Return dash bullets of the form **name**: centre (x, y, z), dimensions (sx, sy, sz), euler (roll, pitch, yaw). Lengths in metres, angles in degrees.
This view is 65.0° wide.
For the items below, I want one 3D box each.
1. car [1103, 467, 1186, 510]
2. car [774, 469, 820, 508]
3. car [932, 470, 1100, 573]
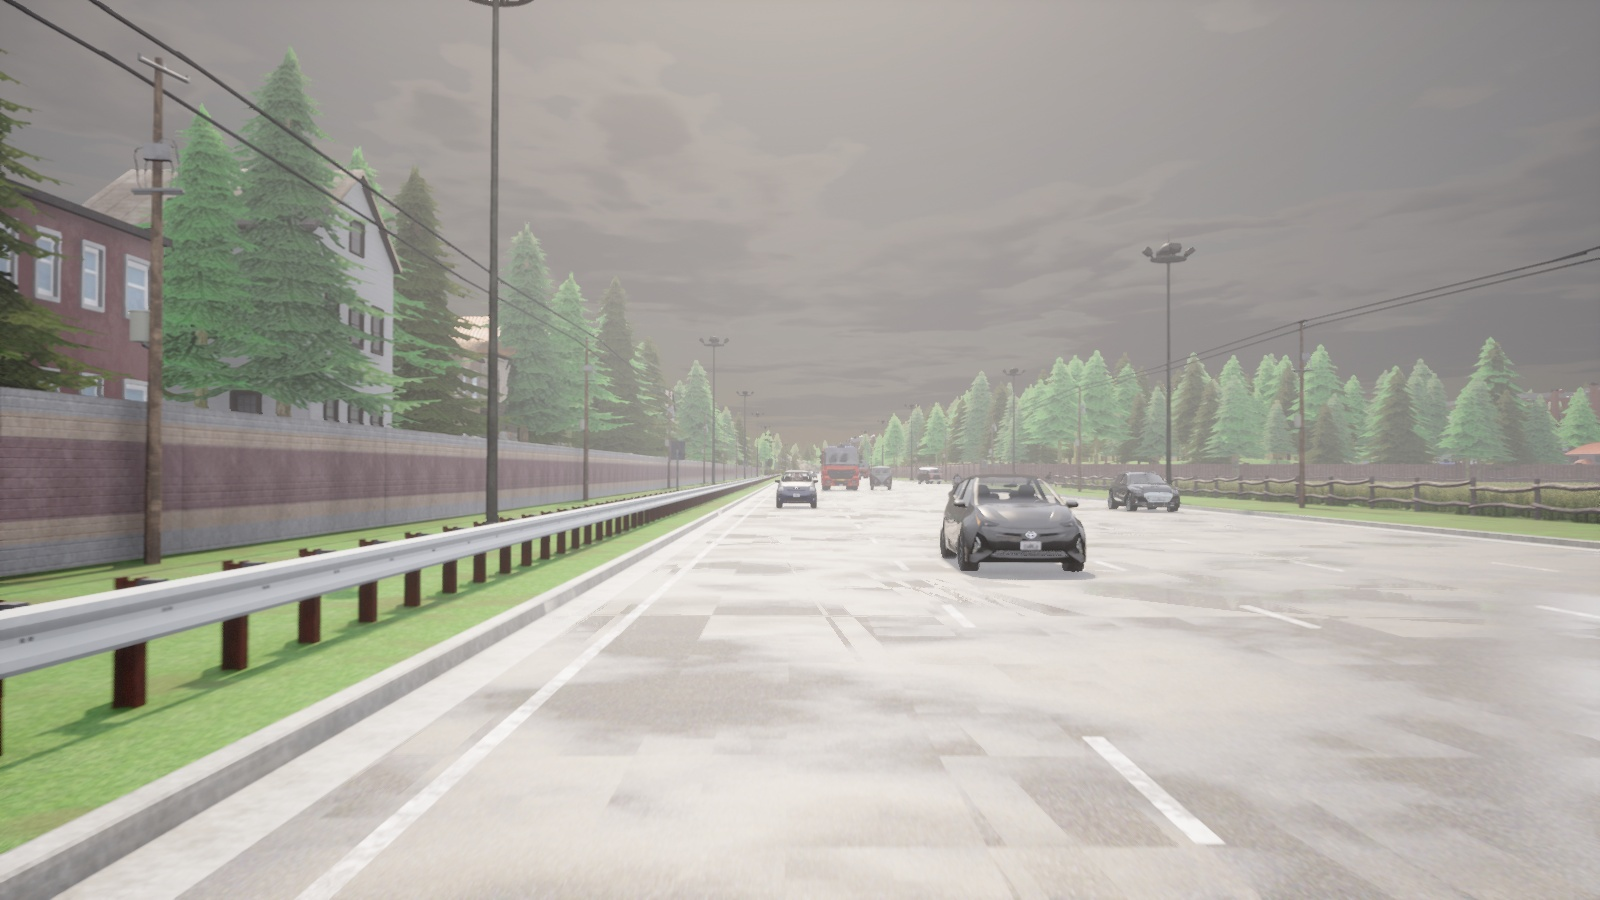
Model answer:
- **car**: centre (13.877, 1.542, 50.911), dimensions (2.033, 1.649, 4.856), euler (0, -1, 0)
- **car**: centre (-0.129, 1.612, 53.652), dimensions (1.851, 1.617, 3.988), euler (0, -1, 0)
- **car**: centre (3.449, 1.098, 20.959), dimensions (2.007, 1.525, 4.514), euler (0, -1, 0)
